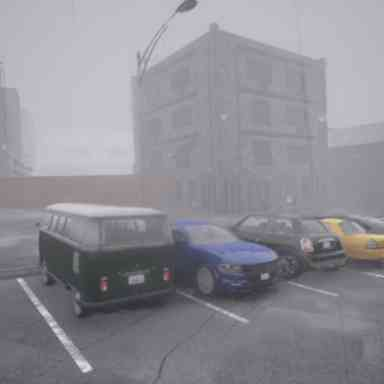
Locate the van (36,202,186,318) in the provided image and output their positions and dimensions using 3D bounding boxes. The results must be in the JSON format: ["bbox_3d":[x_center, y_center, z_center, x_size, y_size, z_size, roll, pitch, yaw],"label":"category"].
[{"bbox_3d":[-2.219,1.260,7.562,1.878,1.987,4.442,0,0,-35],"label":"van"}]

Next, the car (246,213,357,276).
[{"bbox_3d":[2.398,1.437,10.670,2.185,1.767,4.553,1,-1,-35],"label":"car"}]

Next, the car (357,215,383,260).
[{"bbox_3d":[4.647,1.614,12.538,1.946,1.575,5.366,1,-1,-35],"label":"car"}]

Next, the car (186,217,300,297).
[{"bbox_3d":[0.103,1.515,9.080,2.097,1.535,5.008,1,0,-35],"label":"car"}]
